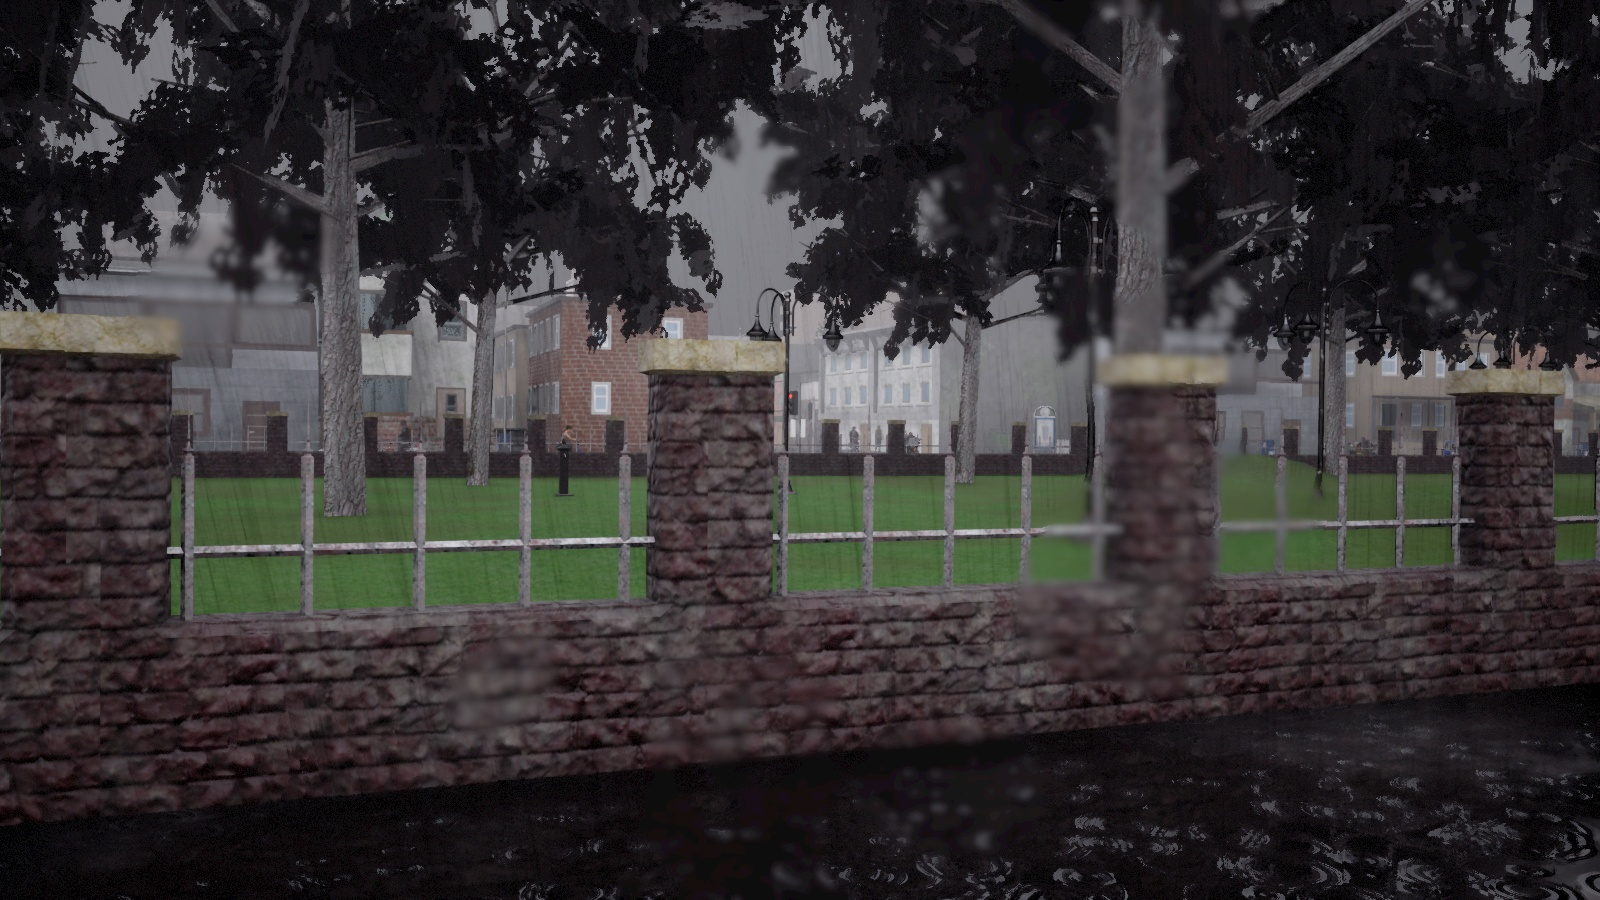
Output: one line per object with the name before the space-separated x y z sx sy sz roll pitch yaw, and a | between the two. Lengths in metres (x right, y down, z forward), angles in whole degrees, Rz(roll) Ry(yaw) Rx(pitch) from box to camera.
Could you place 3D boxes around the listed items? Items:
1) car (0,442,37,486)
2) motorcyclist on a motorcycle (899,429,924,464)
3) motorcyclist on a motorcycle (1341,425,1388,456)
car | -28.432 0.480 41.342 5.357 1.411 2.033 -1 1 -22
motorcyclist on a motorcycle | 5.083 -0.154 57.307 0.866 1.530 2.191 -3 1 -1
motorcyclist on a motorcycle | 28.501 -0.507 63.443 2.191 1.530 0.866 -1 1 -21
